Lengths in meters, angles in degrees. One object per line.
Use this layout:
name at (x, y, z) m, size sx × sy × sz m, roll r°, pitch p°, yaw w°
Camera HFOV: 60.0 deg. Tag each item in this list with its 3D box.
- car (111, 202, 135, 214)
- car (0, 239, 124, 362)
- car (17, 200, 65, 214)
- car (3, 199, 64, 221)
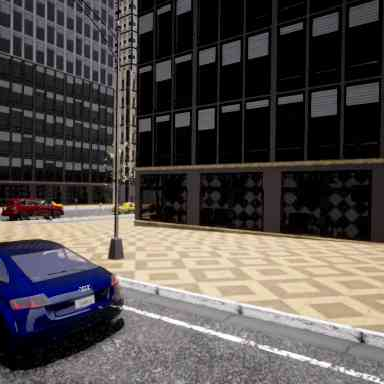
car at (-7.051, 1.830, 38.403) m, size 1.752 × 1.417 × 4.829 m, roll 1°, pitch 0°, yaw 36°
car at (-3.212, 1.561, 5.956) m, size 4.181 × 1.385 × 1.994 m, roll 0°, pitch 0°, yaw 34°
car at (-17.347, 1.643, 38.527) m, size 1.752 × 1.417 × 4.829 m, roll 1°, pitch 0°, yaw 36°
car at (-13.814, 1.520, 29.166) m, size 2.192 × 1.841 × 5.009 m, roll 1°, pitch 0°, yaw 36°
